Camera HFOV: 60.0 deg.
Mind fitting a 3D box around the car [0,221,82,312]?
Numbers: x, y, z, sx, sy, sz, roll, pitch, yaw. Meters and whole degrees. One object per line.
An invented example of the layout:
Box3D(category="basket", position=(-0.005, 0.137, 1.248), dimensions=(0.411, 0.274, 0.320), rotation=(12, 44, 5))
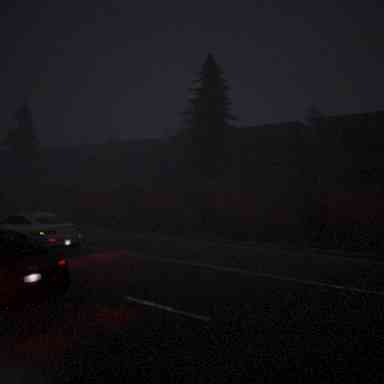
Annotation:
Box3D(category="car", position=(-4.533, 1.526, 7.227), dimensions=(4.181, 1.385, 1.994), rotation=(0, 0, 36))

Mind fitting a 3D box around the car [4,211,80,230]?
Box3D(category="car", position=(-6.108, 1.466, 12.635), dimensions=(4.674, 1.442, 1.812), rotation=(0, 0, 35))
